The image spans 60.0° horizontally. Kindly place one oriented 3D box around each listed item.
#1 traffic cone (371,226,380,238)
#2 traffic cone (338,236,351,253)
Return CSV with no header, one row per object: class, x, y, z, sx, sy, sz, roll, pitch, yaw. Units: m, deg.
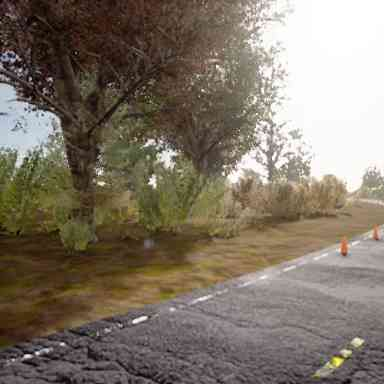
traffic cone,8.823,1.906,15.972,0.340,0.580,0.340,0,0,40
traffic cone,5.617,1.920,12.255,0.340,0.580,0.340,0,0,42
